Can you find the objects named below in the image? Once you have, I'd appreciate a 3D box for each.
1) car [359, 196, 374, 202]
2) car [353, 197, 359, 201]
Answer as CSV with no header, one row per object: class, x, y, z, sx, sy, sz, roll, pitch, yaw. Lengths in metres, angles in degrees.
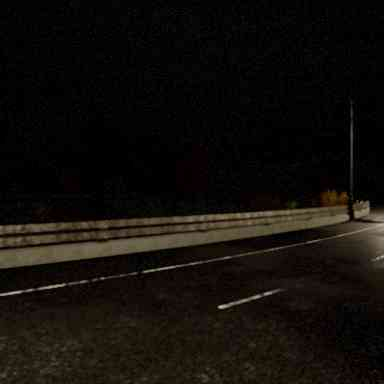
car,43.391,1.688,84.632,2.097,1.767,4.553,0,0,2
car,39.898,1.824,84.878,1.837,1.490,4.892,0,0,2
